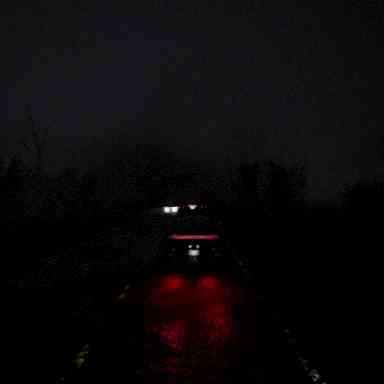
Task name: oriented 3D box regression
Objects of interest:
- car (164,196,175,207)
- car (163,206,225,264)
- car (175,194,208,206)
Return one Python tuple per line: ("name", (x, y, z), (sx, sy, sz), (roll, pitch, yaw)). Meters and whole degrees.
("car", (-3.079, 1.387, 49.386), (2.128, 1.511, 4.902), (0, 0, 0))
("car", (0.064, 1.472, 11.663), (2.128, 1.511, 4.902), (0, 0, 0))
("car", (0.059, 1.176, 25.905), (2.150, 2.045, 5.566), (0, 0, 0))
